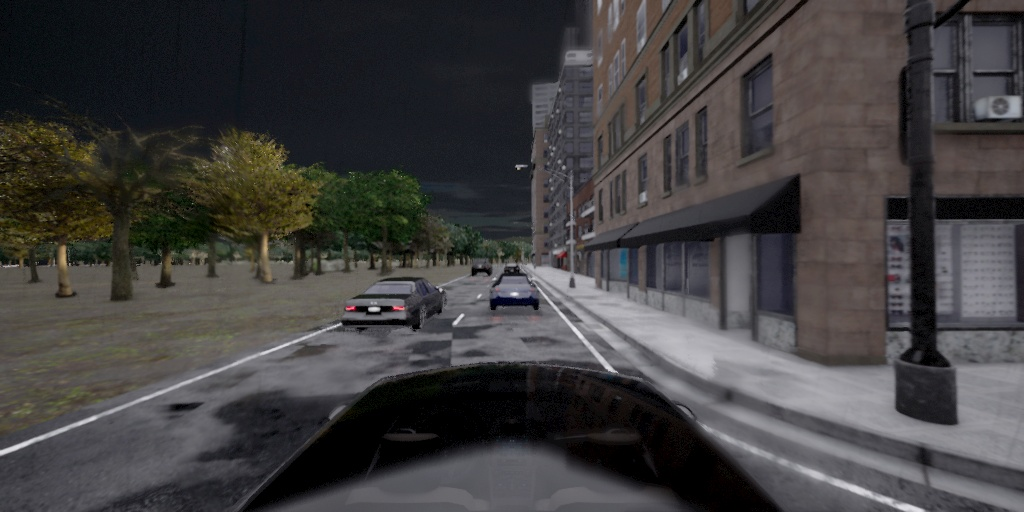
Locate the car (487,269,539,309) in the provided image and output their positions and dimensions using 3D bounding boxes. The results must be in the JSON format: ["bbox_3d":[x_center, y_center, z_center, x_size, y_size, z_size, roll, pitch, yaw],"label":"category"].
[{"bbox_3d":[0.100,1.421,15.489,1.994,1.385,4.181,0,0,0],"label":"car"}]

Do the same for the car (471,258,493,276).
[{"bbox_3d":[-3.494,1.251,41.812,2.150,2.045,5.566,0,0,0],"label":"car"}]

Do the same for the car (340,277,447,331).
[{"bbox_3d":[-3.400,1.384,11.352,2.033,1.411,5.357,0,0,0],"label":"car"}]

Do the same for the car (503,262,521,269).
[{"bbox_3d":[0.014,1.497,42.692,1.882,1.535,5.008,0,0,0],"label":"car"}]
